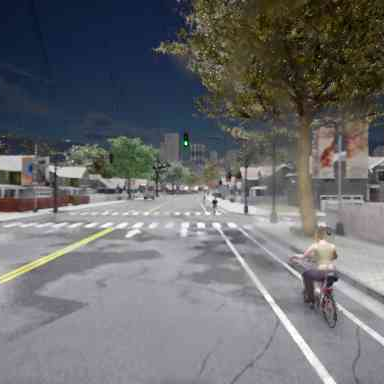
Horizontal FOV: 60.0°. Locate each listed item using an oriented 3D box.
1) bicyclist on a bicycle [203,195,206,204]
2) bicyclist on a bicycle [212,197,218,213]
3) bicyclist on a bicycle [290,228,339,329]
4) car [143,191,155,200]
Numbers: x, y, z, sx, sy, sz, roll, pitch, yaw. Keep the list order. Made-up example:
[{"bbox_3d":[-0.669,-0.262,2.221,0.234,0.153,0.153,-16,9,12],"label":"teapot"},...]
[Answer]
[{"bbox_3d":[2.252,1.404,59.807,0.582,1.620,1.656,0,0,0],"label":"bicyclist on a bicycle"},{"bbox_3d":[2.256,1.359,33.055,0.659,1.776,1.843,0,0,0],"label":"bicyclist on a bicycle"},{"bbox_3d":[2.269,1.436,5.968,0.866,1.612,1.509,0,0,0],"label":"bicyclist on a bicycle"},{"bbox_3d":[-9.747,0.765,76.282,2.150,2.045,5.566,0,0,0],"label":"car"}]
